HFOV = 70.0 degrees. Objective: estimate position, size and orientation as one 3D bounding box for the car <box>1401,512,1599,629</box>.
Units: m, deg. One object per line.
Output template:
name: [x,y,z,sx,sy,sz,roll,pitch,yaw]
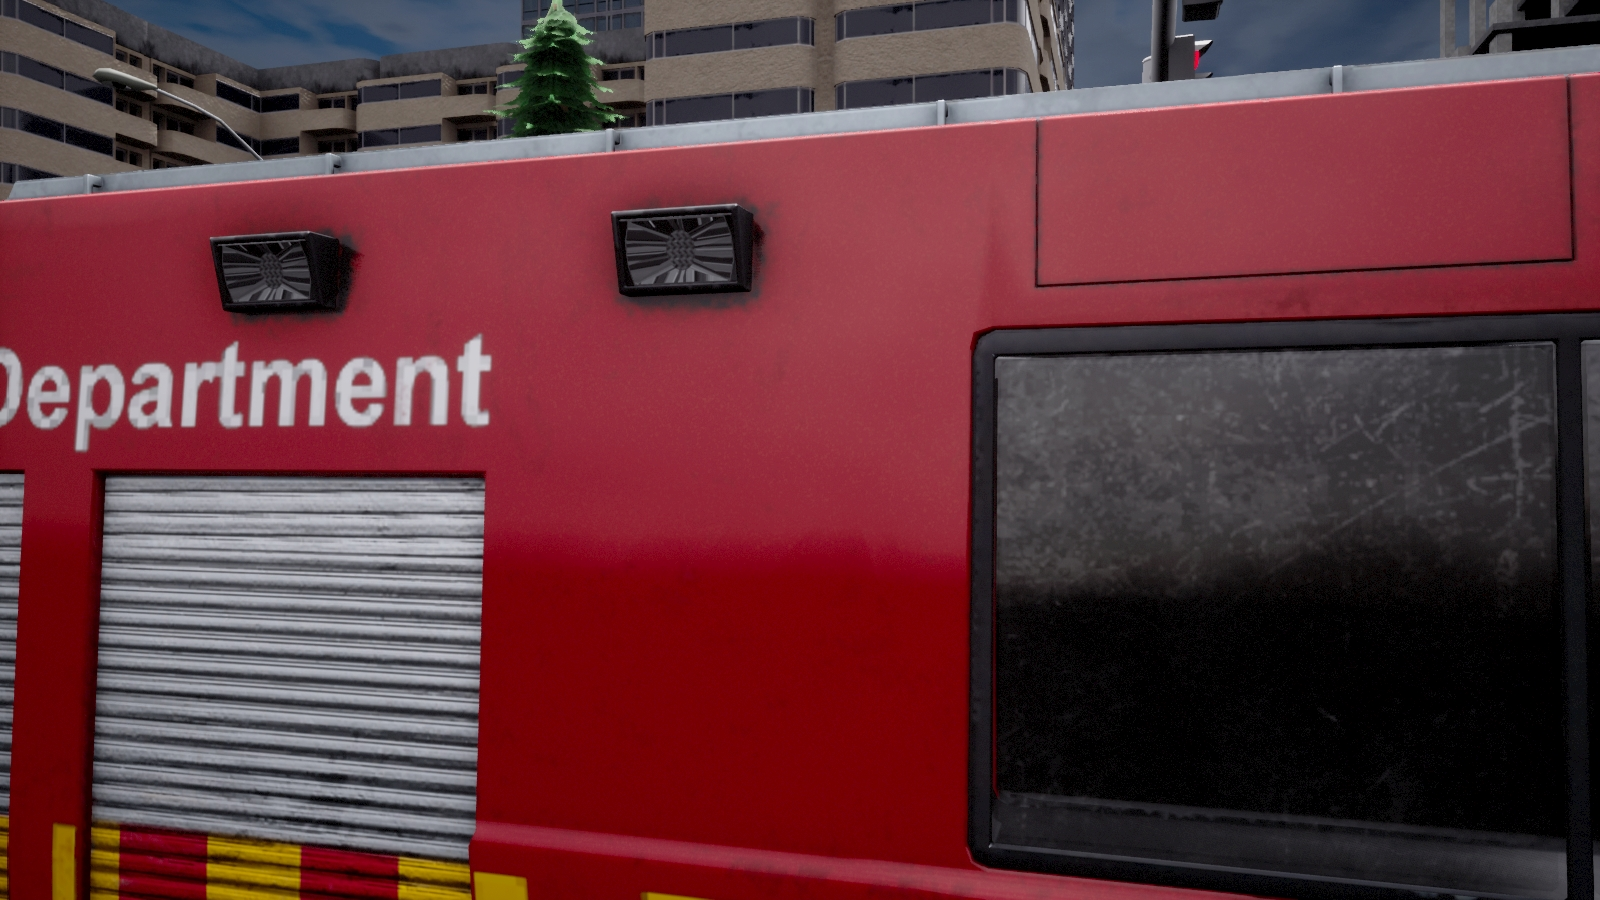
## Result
car: [12.484,2.037,20.491,2.038,1.542,4.974,0,0,16]
